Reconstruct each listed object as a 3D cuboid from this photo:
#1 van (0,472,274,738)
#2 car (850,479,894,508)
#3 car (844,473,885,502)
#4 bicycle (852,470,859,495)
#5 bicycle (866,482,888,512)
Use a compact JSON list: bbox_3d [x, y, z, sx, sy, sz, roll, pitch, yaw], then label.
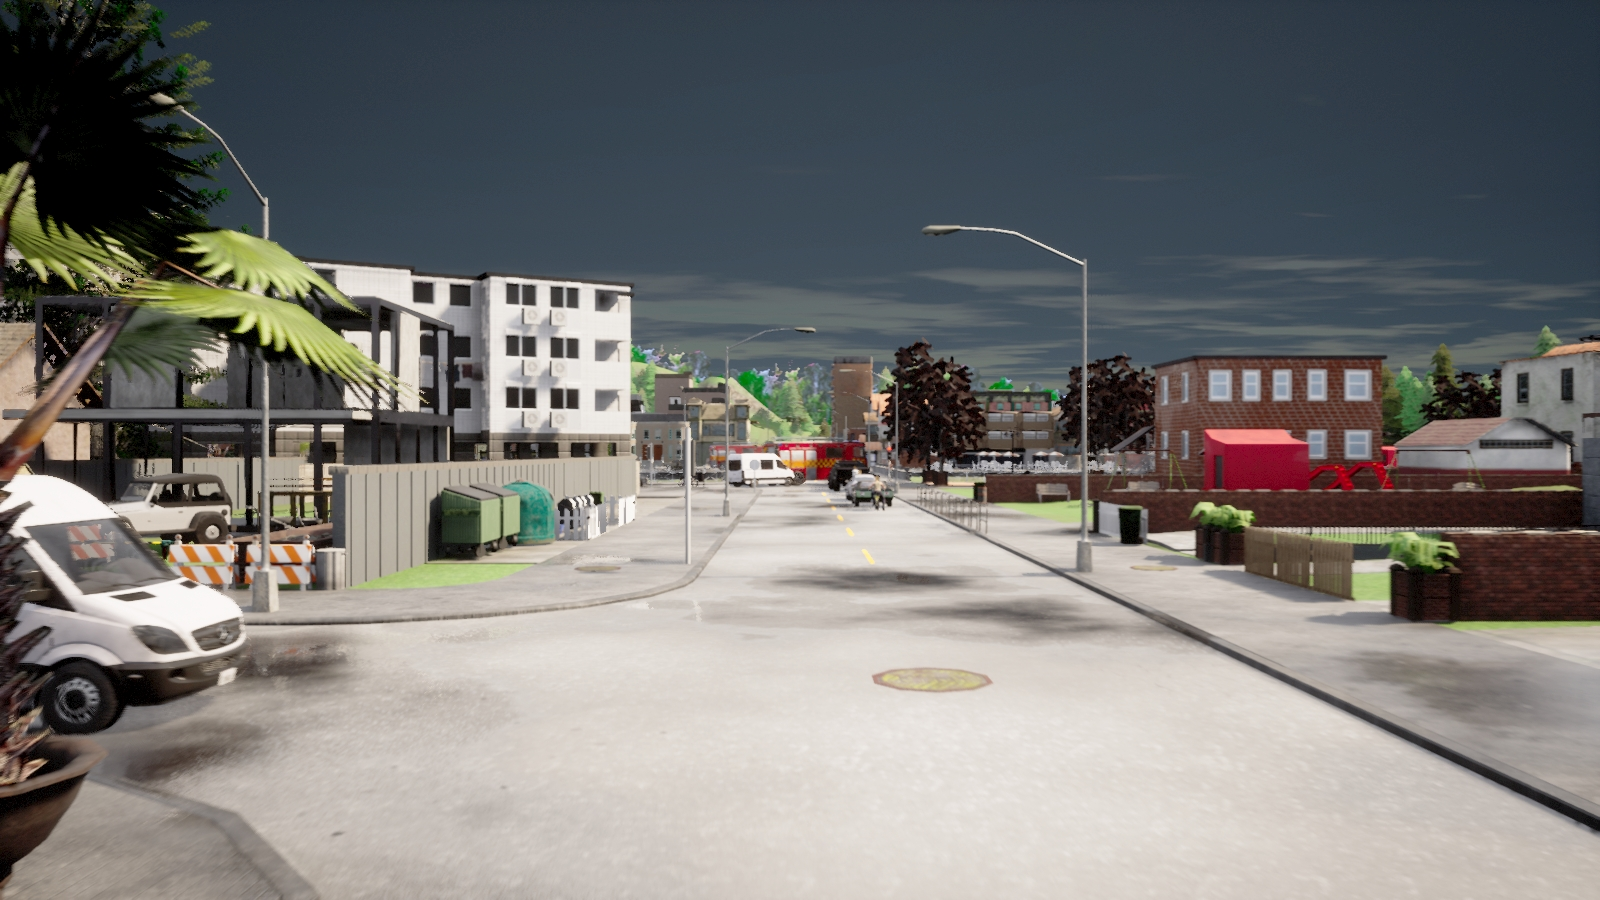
[{"bbox_3d":[-9.017,1.536,12.152,5.915,2.561,1.988,0,0,0],"label":"van"},{"bbox_3d":[3.562,2.154,57.491,1.895,1.301,4.718,0,0,0],"label":"car"},{"bbox_3d":[3.563,2.081,64.034,2.002,1.442,4.674,0,0,0],"label":"car"},{"bbox_3d":[3.517,2.055,72.631,0.373,1.496,1.643,0,0,0],"label":"bicycle"},{"bbox_3d":[3.551,2.157,52.675,0.859,1.276,1.487,0,0,-1],"label":"bicycle"}]
